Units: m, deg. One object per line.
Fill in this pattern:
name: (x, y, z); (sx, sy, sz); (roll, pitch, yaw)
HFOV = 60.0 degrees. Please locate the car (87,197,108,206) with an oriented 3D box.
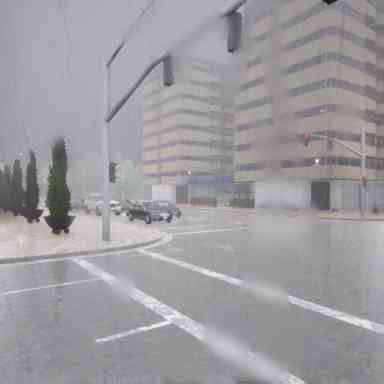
car: (-15.691, 1.564, 55.091); (1.994, 1.385, 4.181); (0, 0, -35)

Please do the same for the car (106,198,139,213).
car: (-7.859, 1.505, 37.431); (1.837, 1.490, 4.892); (0, 0, -35)

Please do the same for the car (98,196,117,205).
car: (-15.465, 1.525, 60.874); (1.812, 1.442, 4.674); (0, 0, -35)

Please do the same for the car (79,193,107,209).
car: (-13.759, 1.221, 45.914); (2.150, 2.045, 5.566); (0, 0, -34)

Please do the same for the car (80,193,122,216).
car: (-8.894, 1.222, 32.798); (2.150, 2.045, 5.566); (0, 0, -35)

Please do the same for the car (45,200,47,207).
car: (-20.475, 1.478, 49.455); (1.882, 1.535, 5.008); (0, 0, -34)

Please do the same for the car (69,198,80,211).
car: (-14.506, 1.526, 40.826); (1.812, 1.442, 4.674); (0, 0, -35)

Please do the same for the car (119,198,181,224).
car: (-3.241, 1.491, 24.710); (2.128, 1.511, 4.902); (0, 0, -35)
